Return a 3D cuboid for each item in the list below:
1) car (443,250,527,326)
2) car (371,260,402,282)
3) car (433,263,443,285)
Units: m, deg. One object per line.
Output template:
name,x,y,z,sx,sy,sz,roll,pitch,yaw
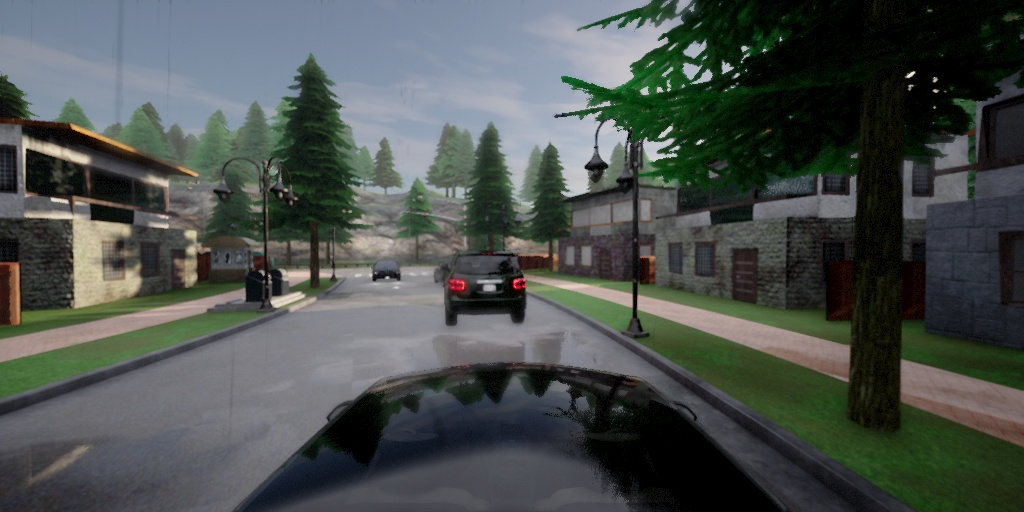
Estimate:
car,-1.026,0.835,11.399,2.150,2.045,5.566,0,1,-11
car,-8.909,0.970,25.442,2.033,1.411,5.357,0,1,-21
car,-3.491,1.019,21.588,2.033,1.411,5.357,0,1,-21
